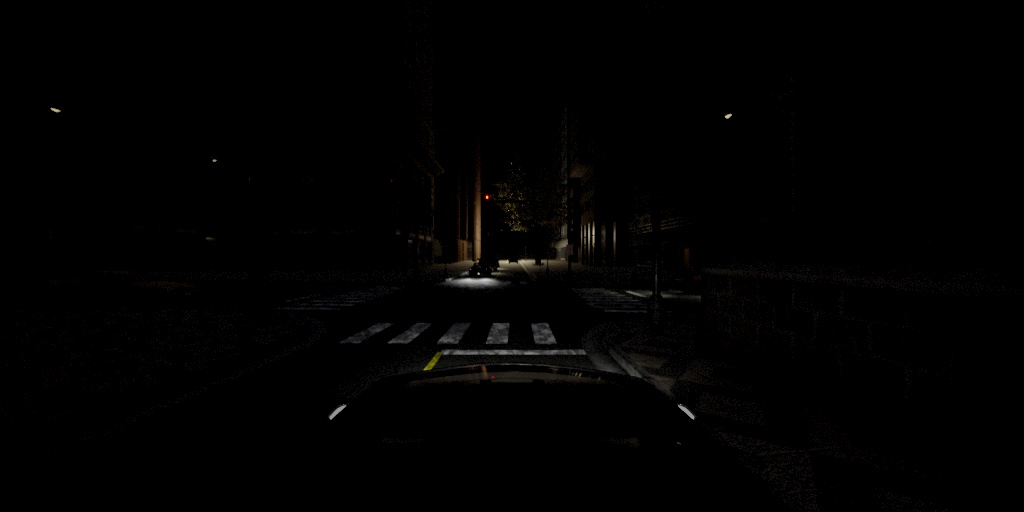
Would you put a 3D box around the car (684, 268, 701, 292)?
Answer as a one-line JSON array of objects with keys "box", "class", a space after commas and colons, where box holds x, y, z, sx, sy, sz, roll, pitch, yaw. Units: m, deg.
[{"box": [12.428, 1.303, 19.438, 5.008, 1.535, 1.882, 0, 0, 1], "class": "car"}]

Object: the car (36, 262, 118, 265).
[{"box": [-26.235, 1.056, 22.471, 4.313, 1.339, 1.948, 0, 0, 1], "class": "car"}]

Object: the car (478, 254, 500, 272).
[{"box": [-2.946, 0.811, 44.214, 2.150, 2.045, 5.566, 0, 1, -1], "class": "car"}]

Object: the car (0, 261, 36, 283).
[{"box": [-31.852, 0.965, 22.524, 4.507, 1.381, 1.888, 0, 0, 1], "class": "car"}]

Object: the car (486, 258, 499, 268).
[{"box": [-2.893, 1.035, 54.377, 1.812, 1.442, 4.674, 0, 0, 0], "class": "car"}]

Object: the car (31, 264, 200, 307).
[{"box": [-14.897, 1.141, 13.836, 4.829, 1.417, 1.751, 0, 0, 1], "class": "car"}]

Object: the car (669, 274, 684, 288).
[{"box": [11.998, 1.372, 22.105, 4.403, 1.370, 2.007, 0, 0, 1], "class": "car"}]

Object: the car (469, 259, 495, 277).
[{"box": [-2.981, 1.260, 34.401, 1.895, 1.301, 4.718, 0, 0, 0], "class": "car"}]
